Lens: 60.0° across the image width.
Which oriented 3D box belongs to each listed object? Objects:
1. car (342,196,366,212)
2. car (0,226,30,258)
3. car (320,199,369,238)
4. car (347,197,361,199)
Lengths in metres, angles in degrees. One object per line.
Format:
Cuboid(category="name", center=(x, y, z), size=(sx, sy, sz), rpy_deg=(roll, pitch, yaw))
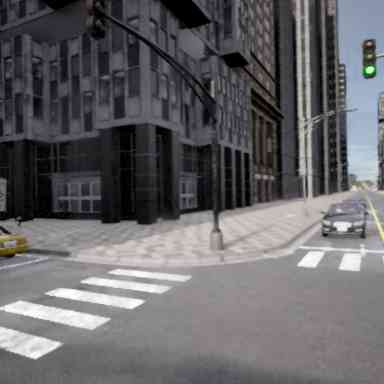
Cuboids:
Cuboid(category="car", center=(16.316, 1.154, 33.403), size=(1.994, 1.385, 4.181), rpy_deg=(-1, 0, 28))
Cuboid(category="car", center=(-8.069, 1.729, 12.145), size=(4.829, 1.417, 1.752), rpy_deg=(-1, 0, 28))
Cuboid(category="car", center=(7.558, 1.298, 16.455), size=(2.128, 1.511, 4.902), rpy_deg=(-1, 0, 27))
Cuboid(category="car", center=(11.749, 1.267, 24.569), size=(1.994, 1.385, 4.181), rpy_deg=(-1, 0, 27))
